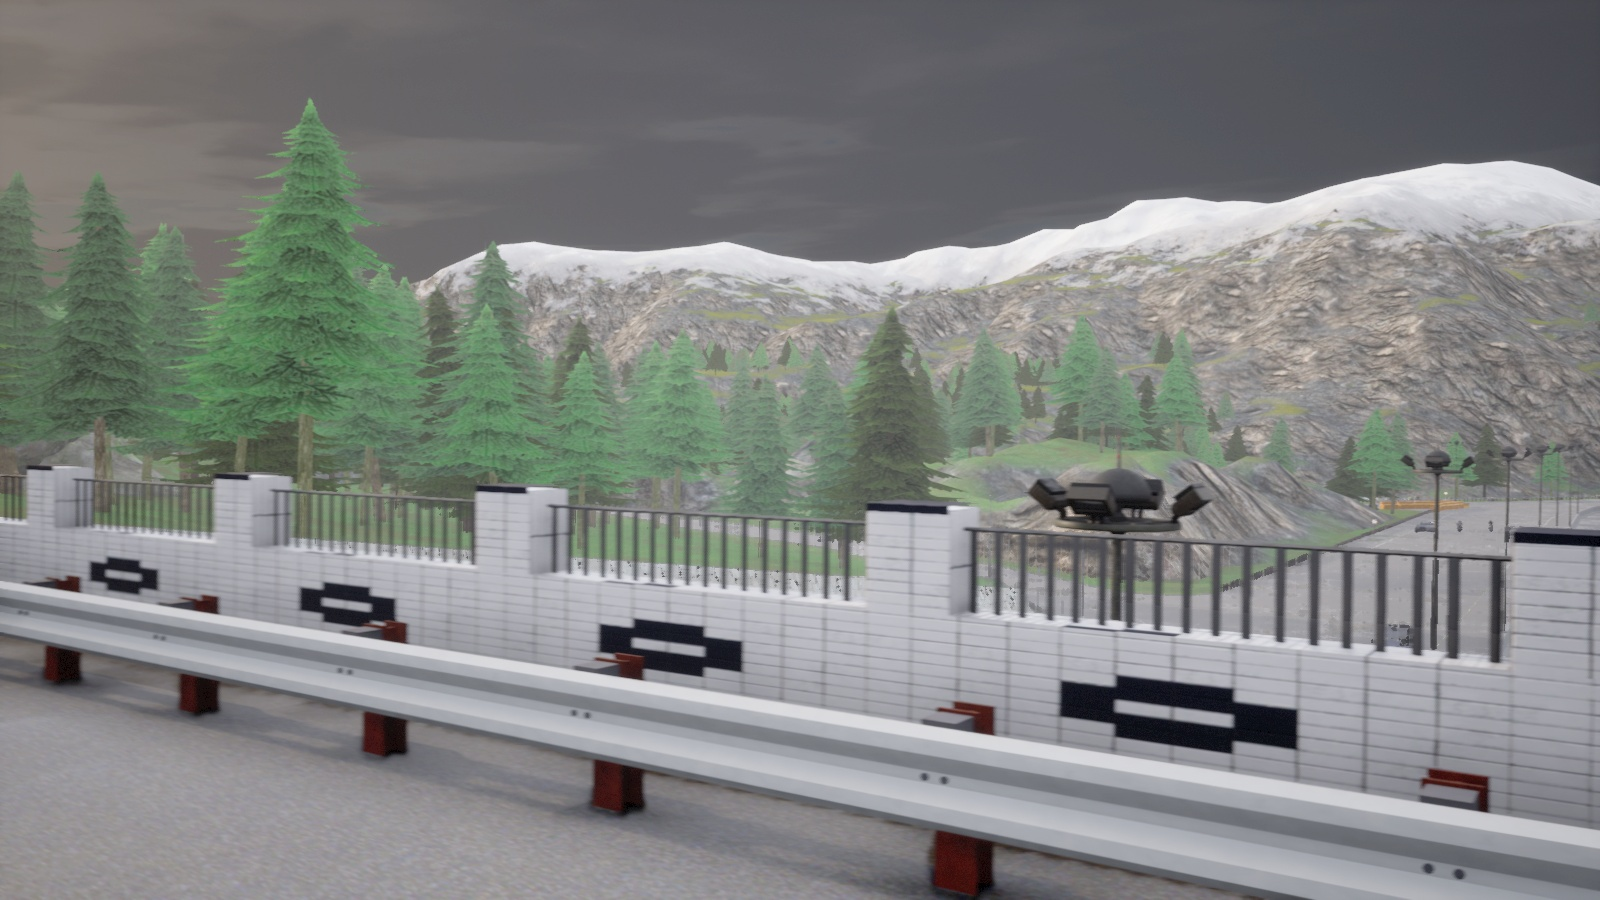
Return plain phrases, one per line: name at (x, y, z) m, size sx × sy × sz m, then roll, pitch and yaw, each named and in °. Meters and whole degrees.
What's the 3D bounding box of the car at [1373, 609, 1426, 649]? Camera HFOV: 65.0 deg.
car at (34.739, 10.323, 72.726) m, size 2.163 × 1.488 × 4.792 m, roll 0°, pitch 1°, yaw 33°
